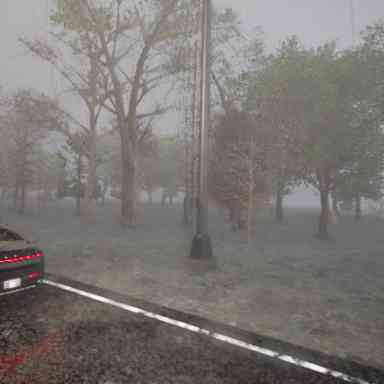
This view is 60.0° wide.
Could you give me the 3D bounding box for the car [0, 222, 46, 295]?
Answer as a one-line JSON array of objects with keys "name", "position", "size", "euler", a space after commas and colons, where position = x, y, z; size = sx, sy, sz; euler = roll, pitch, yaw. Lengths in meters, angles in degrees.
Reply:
[{"name": "car", "position": [-5.291, 1.375, 7.509], "size": [4.892, 1.490, 1.837], "euler": [2, 0, 34]}]
